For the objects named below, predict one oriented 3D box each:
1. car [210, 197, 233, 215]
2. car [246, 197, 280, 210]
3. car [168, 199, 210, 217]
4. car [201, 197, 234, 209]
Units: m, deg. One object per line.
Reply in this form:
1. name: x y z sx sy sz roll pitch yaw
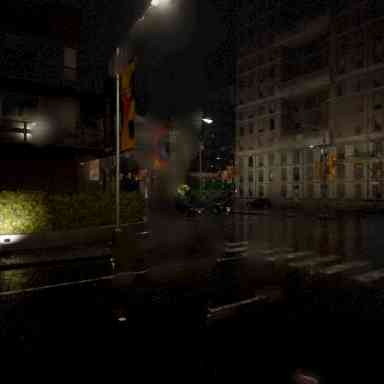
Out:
1. car: 2.136 1.491 34.211 2.128 1.511 4.902 0 0 -35
2. car: 9.373 1.504 44.223 1.837 1.490 4.892 0 0 -35
3. car: -0.655 1.526 32.093 1.812 1.442 4.674 0 0 -35
4. car: 3.516 1.478 46.457 1.882 1.535 5.008 0 0 -35
